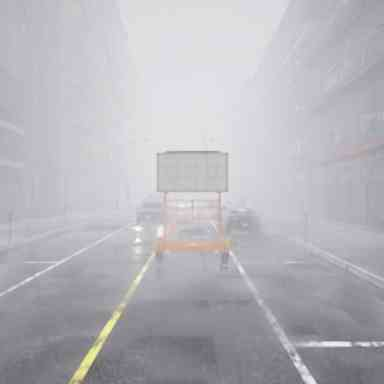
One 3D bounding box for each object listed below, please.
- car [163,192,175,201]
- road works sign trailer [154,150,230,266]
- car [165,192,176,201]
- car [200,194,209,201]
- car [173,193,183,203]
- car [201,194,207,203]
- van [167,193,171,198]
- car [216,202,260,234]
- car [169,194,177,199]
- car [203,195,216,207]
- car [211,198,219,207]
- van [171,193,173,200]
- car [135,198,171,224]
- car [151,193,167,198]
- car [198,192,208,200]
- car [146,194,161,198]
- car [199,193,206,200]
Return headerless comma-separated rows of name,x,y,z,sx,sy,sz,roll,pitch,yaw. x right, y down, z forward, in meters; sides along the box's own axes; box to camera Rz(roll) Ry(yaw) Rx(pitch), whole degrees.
car,-5.113,1.065,73.937,2.192,1.841,5.009,1,0,0
road works sign trailer,0.016,0.407,11.239,2.380,3.560,2.880,0,0,0
car,-5.100,1.057,79.467,2.192,1.841,5.009,1,0,0
car,2.771,1.189,73.858,1.967,1.590,4.097,1,0,0
car,-2.617,1.312,64.489,2.033,1.411,5.357,0,0,1
car,2.694,1.361,46.205,2.008,1.369,4.403,1,0,0
van,-5.153,1.122,57.345,1.690,1.788,3.998,2,0,0
car,2.629,1.454,18.551,1.887,1.381,4.507,1,0,0
car,-5.080,1.297,90.530,1.947,1.339,4.313,1,0,0
car,2.681,1.373,40.673,1.887,1.381,4.507,1,0,0
car,2.643,1.411,24.253,1.752,1.417,4.829,1,0,0
van,-5.141,1.110,62.877,1.690,1.788,3.998,1,0,0
car,-2.794,1.393,23.608,1.837,1.490,4.892,0,0,0
car,-5.179,1.126,46.286,2.192,1.841,5.009,2,0,0
car,2.759,1.050,84.920,2.192,1.841,5.009,1,0,0
car,-5.198,1.355,40.585,1.752,1.417,4.829,2,0,0
car,2.735,1.313,62.797,1.887,1.381,4.507,1,0,0
